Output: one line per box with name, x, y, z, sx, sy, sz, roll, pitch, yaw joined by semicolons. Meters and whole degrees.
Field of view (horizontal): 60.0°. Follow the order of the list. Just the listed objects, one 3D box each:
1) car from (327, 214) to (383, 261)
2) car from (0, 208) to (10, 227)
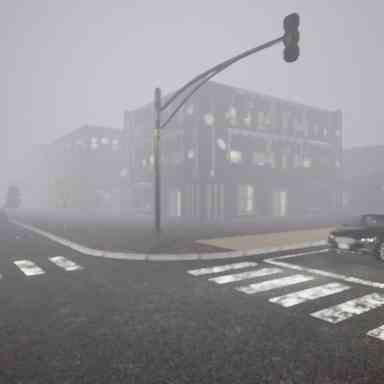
car;7.177;1.609;12.809;4.902;1.511;2.128;1;0;-36
car;-14.341;1.834;24.089;2.008;1.369;4.403;-1;0;-35
